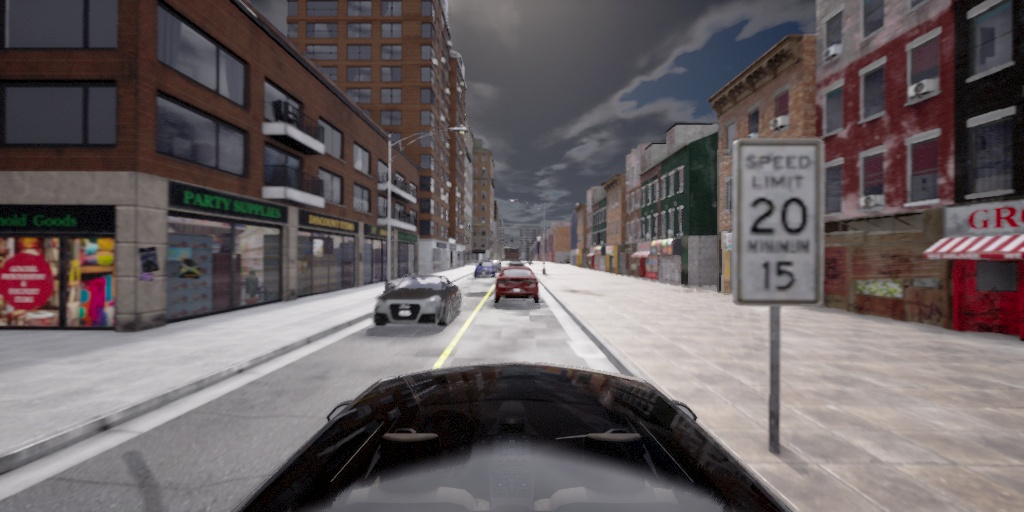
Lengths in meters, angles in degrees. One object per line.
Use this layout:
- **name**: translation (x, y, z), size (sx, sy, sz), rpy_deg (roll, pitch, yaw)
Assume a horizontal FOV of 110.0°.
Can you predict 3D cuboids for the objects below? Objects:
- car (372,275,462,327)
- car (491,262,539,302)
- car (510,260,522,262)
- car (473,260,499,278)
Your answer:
- **car**: translation (-2.777, 1.298, 11.336), size (1.994, 1.385, 4.181), rpy_deg (0, 0, 1)
- **car**: translation (0.222, 1.224, 16.866), size (1.882, 1.535, 5.008), rpy_deg (0, 0, 0)
- **car**: translation (0.448, 1.245, 42.202), size (1.837, 1.490, 4.892), rpy_deg (0, 0, 1)
- **car**: translation (-2.483, 1.254, 34.182), size (1.812, 1.442, 4.674), rpy_deg (0, 0, 1)
